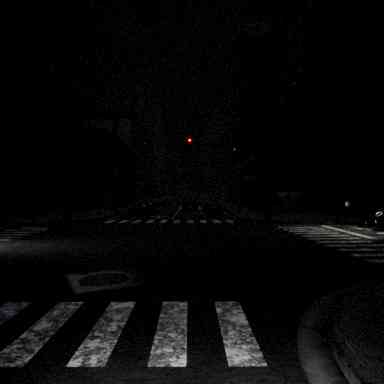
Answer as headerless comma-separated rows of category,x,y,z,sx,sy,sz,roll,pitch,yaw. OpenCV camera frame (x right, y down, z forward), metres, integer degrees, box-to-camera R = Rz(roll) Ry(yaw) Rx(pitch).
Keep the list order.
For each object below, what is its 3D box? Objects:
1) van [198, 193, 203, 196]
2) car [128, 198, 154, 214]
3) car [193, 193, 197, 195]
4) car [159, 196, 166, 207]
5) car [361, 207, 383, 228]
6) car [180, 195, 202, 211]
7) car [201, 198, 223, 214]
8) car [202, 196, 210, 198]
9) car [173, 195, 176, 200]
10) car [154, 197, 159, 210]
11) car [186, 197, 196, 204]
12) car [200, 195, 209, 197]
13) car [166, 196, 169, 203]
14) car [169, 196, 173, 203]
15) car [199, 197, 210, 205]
van,2.366,1.424,58.134,1.690,1.788,3.998,0,0,0
car,-5.687,1.480,36.101,1.967,1.590,4.097,0,0,0
car,2.040,1.400,90.089,2.150,2.045,5.566,0,0,0
car,-5.665,1.652,52.633,1.802,1.307,4.206,0,0,0
car,13.001,1.304,20.607,4.553,1.767,2.097,0,0,0
car,-0.200,1.542,42.264,2.128,1.511,4.902,0,0,0
car,2.338,1.606,36.090,1.947,1.339,4.313,0,0,0
car,2.352,1.641,47.112,1.802,1.307,4.206,0,0,0
car,-5.630,1.694,80.186,2.008,1.369,4.403,0,0,0
car,-5.679,1.489,41.612,1.967,1.590,4.097,0,0,0
car,-0.154,1.708,67.627,1.895,1.301,4.718,0,0,0
car,2.359,1.636,52.623,1.947,1.339,4.313,0,0,0
car,-5.658,1.634,58.143,2.008,1.369,4.403,0,0,0
car,-5.645,1.552,69.165,1.967,1.590,4.097,0,0,0
car,2.373,1.647,63.644,2.008,1.369,4.403,0,0,0
